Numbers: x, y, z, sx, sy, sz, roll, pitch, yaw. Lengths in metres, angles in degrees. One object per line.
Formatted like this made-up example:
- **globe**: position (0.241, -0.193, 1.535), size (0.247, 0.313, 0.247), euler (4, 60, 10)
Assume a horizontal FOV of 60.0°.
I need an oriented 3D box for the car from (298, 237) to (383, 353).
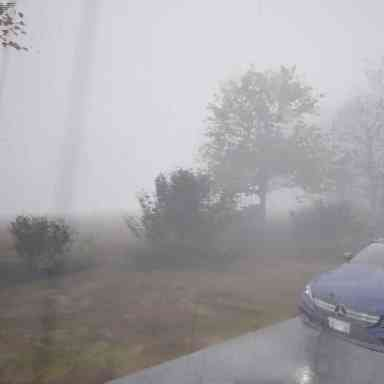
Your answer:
- **car**: position (3.868, 1.534, 5.831), size (4.674, 1.442, 1.812), euler (0, 0, -36)
